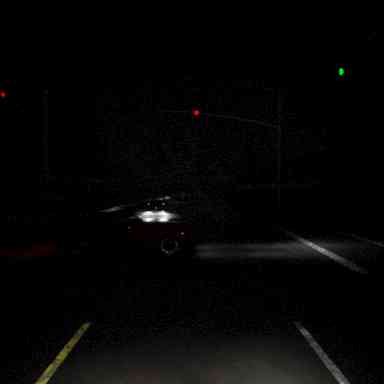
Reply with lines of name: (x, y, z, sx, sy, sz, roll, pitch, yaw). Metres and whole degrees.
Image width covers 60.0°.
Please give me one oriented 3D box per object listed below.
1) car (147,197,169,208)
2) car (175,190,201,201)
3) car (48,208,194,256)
car: (-3.537, 1.232, 34.882, 1.895, 1.301, 4.718, 0, 1, 0)
car: (-0.650, 0.575, 60.301, 2.150, 2.045, 5.566, 0, 0, 41)
car: (-2.277, 1.382, 11.523, 4.718, 1.301, 1.895, 0, 1, -1)
